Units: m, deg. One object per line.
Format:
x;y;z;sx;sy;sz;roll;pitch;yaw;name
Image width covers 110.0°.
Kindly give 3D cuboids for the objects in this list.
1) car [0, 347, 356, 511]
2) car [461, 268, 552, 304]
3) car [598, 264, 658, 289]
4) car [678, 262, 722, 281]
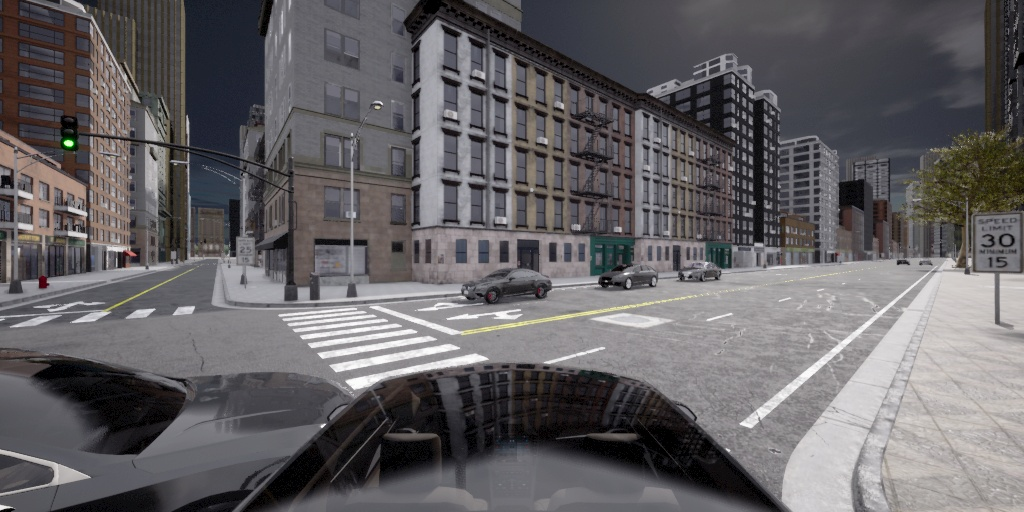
-3.233;1.257;1.695;4.892;1.490;1.837;0;0;-35;car
-0.140;1.286;16.686;4.674;1.442;1.812;0;0;-39;car
7.513;1.257;22.957;4.892;1.490;1.837;0;0;-39;car
15.484;1.234;29.476;4.902;1.511;2.128;0;0;-39;car
